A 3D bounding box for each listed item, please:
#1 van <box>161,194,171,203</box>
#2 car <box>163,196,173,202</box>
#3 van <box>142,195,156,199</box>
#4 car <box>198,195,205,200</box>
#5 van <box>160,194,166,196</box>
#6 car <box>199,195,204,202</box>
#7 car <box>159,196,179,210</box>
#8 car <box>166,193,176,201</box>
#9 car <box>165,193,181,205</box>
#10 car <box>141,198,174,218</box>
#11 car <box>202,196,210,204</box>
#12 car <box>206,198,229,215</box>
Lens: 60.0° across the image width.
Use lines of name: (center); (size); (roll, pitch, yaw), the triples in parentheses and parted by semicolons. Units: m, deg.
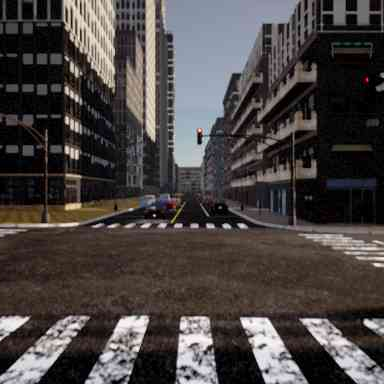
van: (-5.634, 1.325, 72.263); (1.690, 1.788, 3.998); (0, 0, 0)
car: (-5.629, 1.535, 77.918); (2.008, 1.369, 4.403); (0, 0, 0)
van: (-5.657, 1.328, 43.992); (1.690, 1.788, 3.998); (0, 0, 0)
car: (2.765, 1.551, 94.874); (1.947, 1.339, 4.313); (0, 0, 0)
van: (-5.639, 1.326, 66.609); (1.690, 1.788, 3.998); (0, 0, 0)
car: (2.738, 1.535, 60.949); (2.008, 1.369, 4.403); (0, 0, 0)
car: (-3.059, 1.588, 42.609); (1.895, 1.301, 4.718); (0, 0, 0)
car: (-5.621, 1.300, 89.227); (2.192, 1.841, 5.009); (0, 0, 0)
car: (-3.011, 1.336, 57.817); (2.097, 1.767, 4.553); (0, 0, 0)
car: (-3.076, 1.537, 29.898); (2.033, 1.411, 5.357); (0, 0, 0)
car: (2.724, 1.531, 43.986); (1.887, 1.381, 4.507); (0, 0, 0)
car: (2.716, 1.554, 34.019); (1.947, 1.339, 4.313); (0, 0, 0)
